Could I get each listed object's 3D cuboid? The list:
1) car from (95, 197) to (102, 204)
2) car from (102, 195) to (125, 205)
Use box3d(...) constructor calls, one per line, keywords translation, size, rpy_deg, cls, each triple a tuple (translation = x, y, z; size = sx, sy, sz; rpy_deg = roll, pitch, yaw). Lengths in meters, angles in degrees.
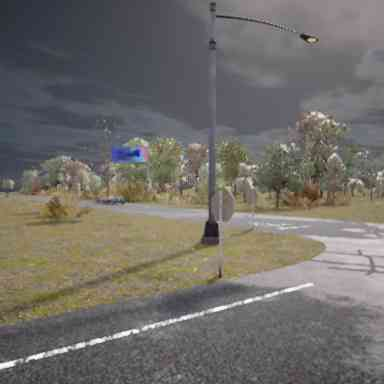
box3d(translation=(-16.205, 1.493, 61.052), size=(1.895, 1.301, 4.718), rpy_deg=(0, 0, -34), cls="car")
box3d(translation=(-13.183, 1.254, 56.640), size=(2.097, 1.767, 4.553), rpy_deg=(0, 0, -33), cls="car")
